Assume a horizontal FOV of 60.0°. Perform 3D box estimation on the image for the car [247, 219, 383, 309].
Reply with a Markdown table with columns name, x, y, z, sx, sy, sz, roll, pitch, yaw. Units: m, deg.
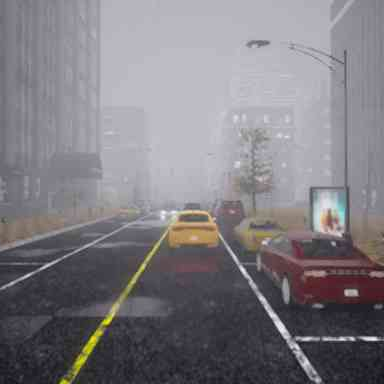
| name | x | y | z | sx | sy | sz | roll | pitch | yaw |
| --- | --- | --- | --- | --- | --- | --- | --- | --- | --- |
| car | 2.696 | 1.583 | 7.863 | 1.887 | 1.381 | 4.507 | 1 | 0 | 0 |

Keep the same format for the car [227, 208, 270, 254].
| name | x | y | z | sx | sy | sz | roll | pitch | yaw |
| --- | --- | --- | --- | --- | --- | --- | --- | --- | --- |
| car | 2.696 | 1.591 | 13.592 | 1.752 | 1.417 | 4.829 | 1 | 0 | 0 |

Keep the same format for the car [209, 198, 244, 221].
| name | x | y | z | sx | sy | sz | roll | pitch | yaw |
| --- | --- | --- | --- | --- | --- | --- | --- | --- | --- |
| car | 2.695 | 1.433 | 24.541 | 2.192 | 1.841 | 5.009 | 1 | 0 | 0 |

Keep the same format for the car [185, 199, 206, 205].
| name | x | y | z | sx | sy | sz | roll | pitch | yaw |
| --- | --- | --- | --- | --- | --- | --- | --- | --- | --- |
| car | 0.066 | 1.648 | 29.519 | 1.837 | 1.490 | 4.892 | 0 | 0 | 0 |

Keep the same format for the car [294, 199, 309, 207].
| name | x | y | z | sx | sy | sz | roll | pitch | yaw |
| --- | --- | --- | --- | --- | --- | --- | --- | --- | --- |
| car | 20.835 | 2.039 | 60.388 | 4.097 | 1.590 | 1.967 | 1 | -2 | 0 |

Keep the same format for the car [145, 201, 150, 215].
| name | x | y | z | sx | sy | sz | roll | pitch | yaw |
| --- | --- | --- | --- | --- | --- | --- | --- | --- | --- |
| car | -5.688 | 1.612 | 35.659 | 1.967 | 1.590 | 4.097 | 1 | 0 | 0 |

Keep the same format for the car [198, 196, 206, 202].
| name | x | y | z | sx | sy | sz | roll | pitch | yaw |
| --- | --- | --- | --- | --- | --- | --- | --- | --- | --- |
| car | 2.681 | 1.879 | 90.220 | 1.967 | 1.590 | 4.097 | 1 | 0 | 0 |

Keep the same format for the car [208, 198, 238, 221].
| name | x | y | z | sx | sy | sz | roll | pitch | yaw |
| --- | --- | --- | --- | --- | --- | --- | --- | --- | --- |
| car | 2.694 | 1.460 | 30.101 | 2.192 | 1.841 | 5.009 | 1 | 0 | 0 |

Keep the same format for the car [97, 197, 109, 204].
| name | x | y | z | sx | sy | sz | roll | pitch | yaw |
| --- | --- | --- | --- | --- | --- | --- | --- | --- | --- |
| car | -17.264 | 1.549 | 60.059 | 4.507 | 1.381 | 1.887 | 1 | -2 | 0 |

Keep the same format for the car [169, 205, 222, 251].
| name | x | y | z | sx | sy | sz | roll | pitch | yaw |
| --- | --- | --- | --- | --- | --- | --- | --- | --- | --- |
| car | 0.067 | 1.548 | 14.542 | 1.882 | 1.535 | 5.008 | 0 | 0 | 0 |

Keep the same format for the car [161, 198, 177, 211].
| name | x | y | z | sx | sy | sz | roll | pitch | yaw |
| --- | --- | --- | --- | --- | --- | --- | --- | --- | --- |
| car | -3.071 | 1.819 | 45.265 | 1.895 | 1.301 | 4.718 | 0 | 0 | 0 |

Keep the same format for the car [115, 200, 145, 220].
| name | x | y | z | sx | sy | sz | roll | pitch | yaw |
| --- | --- | --- | --- | --- | --- | --- | --- | --- | --- |
| car | -5.688 | 1.669 | 29.929 | 1.752 | 1.417 | 4.829 | 1 | 0 | 0 |

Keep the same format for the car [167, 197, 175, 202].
| name | x | y | z | sx | sy | sz | roll | pitch | yaw |
| --- | --- | --- | --- | --- | --- | --- | --- | --- | --- |
| car | -5.701 | 1.983 | 90.231 | 1.887 | 1.381 | 4.507 | 1 | 0 | 0 |

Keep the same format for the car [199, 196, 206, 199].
| name | x | y | z | sx | sy | sz | roll | pitch | yaw |
| --- | --- | --- | --- | --- | --- | --- | --- | --- | --- |
| car | 2.681 | 1.956 | 84.695 | 1.887 | 1.381 | 4.507 | 1 | 0 | 0 |
